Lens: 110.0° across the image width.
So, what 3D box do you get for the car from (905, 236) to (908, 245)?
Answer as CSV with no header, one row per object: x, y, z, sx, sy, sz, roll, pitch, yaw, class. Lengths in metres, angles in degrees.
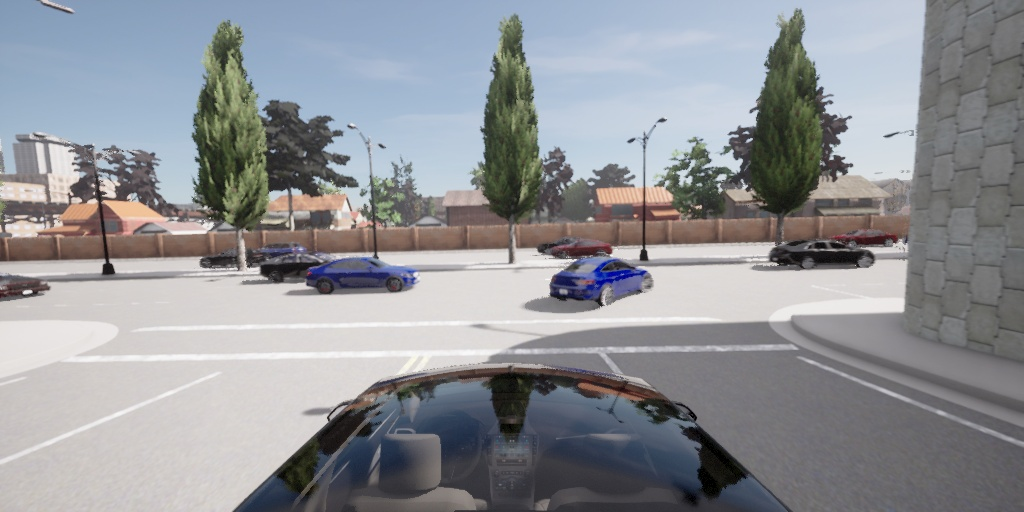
33.473,-1.567,27.312,5.566,2.045,2.150,-1,5,0,car

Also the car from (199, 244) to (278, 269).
-20.788,0.119,27.013,4.674,1.442,1.812,-1,5,0,car

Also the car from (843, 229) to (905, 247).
29.991,-1.529,30.801,5.008,1.535,1.882,-1,5,0,car

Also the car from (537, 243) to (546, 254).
4.671,-0.883,30.649,5.008,1.535,1.882,-1,5,0,car

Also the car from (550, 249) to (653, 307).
3.233,0.753,12.722,1.812,1.442,4.674,3,6,45,car

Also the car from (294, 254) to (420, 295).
-6.357,0.759,15.450,4.674,1.442,1.812,-1,5,-1,car

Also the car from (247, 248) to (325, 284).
-10.543,0.538,18.903,4.902,1.511,2.128,-2,5,0,car

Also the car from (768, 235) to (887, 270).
16.393,-0.133,19.067,4.892,1.490,1.837,-1,5,0,car

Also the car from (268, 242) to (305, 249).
-20.048,-0.378,30.489,4.553,1.767,2.097,-1,5,0,car

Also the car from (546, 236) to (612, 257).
5.228,-0.543,27.157,4.674,1.442,1.812,-1,5,-1,car

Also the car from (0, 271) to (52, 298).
-23.448,1.231,15.343,5.357,1.411,2.033,-1,5,0,car
